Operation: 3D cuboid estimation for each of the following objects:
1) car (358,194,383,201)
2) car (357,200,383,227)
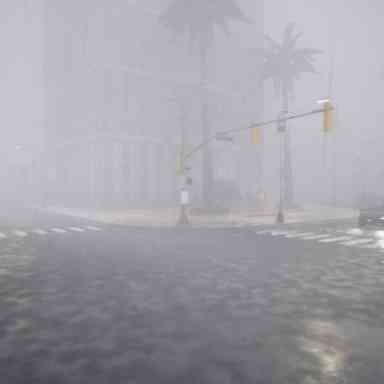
[{"bbox_3d":[24.833,1.248,45.682,2.150,2.045,5.566,0,0,2],"label":"car"},{"bbox_3d":[12.809,1.519,22.030,4.892,1.490,1.837,0,0,-38],"label":"car"}]
